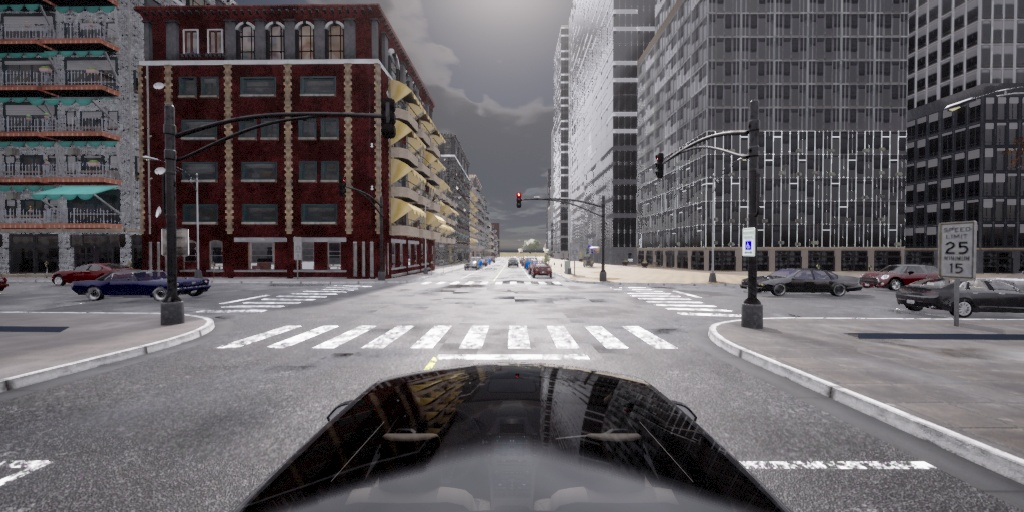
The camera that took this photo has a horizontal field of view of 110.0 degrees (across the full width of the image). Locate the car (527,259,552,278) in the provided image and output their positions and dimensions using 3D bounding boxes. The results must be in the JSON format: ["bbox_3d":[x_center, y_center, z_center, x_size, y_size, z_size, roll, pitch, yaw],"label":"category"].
[{"bbox_3d":[2.725,1.270,33.404,1.888,1.381,4.507,0,0,0],"label":"car"}]

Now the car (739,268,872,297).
[{"bbox_3d":[15.225,1.341,19.002,5.357,1.411,2.033,0,1,1],"label":"car"}]

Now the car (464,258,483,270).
[{"bbox_3d":[-5.586,1.267,50.326,1.948,1.339,4.313,0,0,0],"label":"car"}]

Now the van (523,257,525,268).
[{"bbox_3d":[2.762,1.042,50.342,1.690,1.789,3.998,0,0,0],"label":"van"}]

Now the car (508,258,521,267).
[{"bbox_3d":[0.235,1.279,64.045,1.895,1.301,4.718,0,0,0],"label":"car"}]

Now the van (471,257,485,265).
[{"bbox_3d":[-5.574,1.033,55.972,1.690,1.789,3.998,0,0,0],"label":"van"}]

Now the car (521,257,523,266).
[{"bbox_3d":[2.774,1.238,55.988,1.888,1.381,4.507,0,0,0],"label":"car"}]

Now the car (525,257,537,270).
[{"bbox_3d":[2.738,1.157,39.049,1.967,1.591,4.097,0,0,0],"label":"car"}]

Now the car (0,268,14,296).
[{"bbox_3d":[-26.523,1.254,16.463,4.718,1.301,1.895,0,1,1],"label":"car"}]

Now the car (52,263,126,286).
[{"bbox_3d":[-25.812,1.109,22.356,4.507,1.381,1.888,0,0,1],"label":"car"}]

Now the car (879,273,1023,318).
[{"bbox_3d":[16.739,1.445,13.066,4.403,1.370,2.007,0,0,1],"label":"car"}]

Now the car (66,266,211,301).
[{"bbox_3d":[-16.644,1.299,16.304,4.718,1.301,1.895,0,1,1],"label":"car"}]

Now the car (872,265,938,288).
[{"bbox_3d":[23.417,1.229,21.599,4.097,1.591,1.967,0,0,1],"label":"car"}]

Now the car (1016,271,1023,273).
[{"bbox_3d":[27.417,1.452,18.803,4.718,1.301,1.895,0,1,1],"label":"car"}]

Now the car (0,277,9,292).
[{"bbox_3d":[-22.598,1.259,13.692,4.507,1.381,1.888,0,0,1],"label":"car"}]
